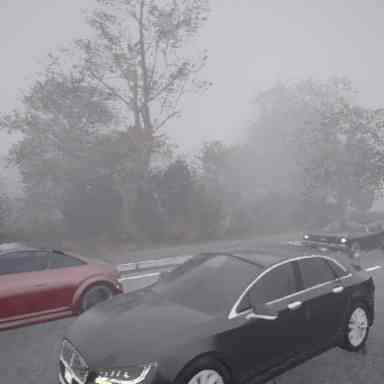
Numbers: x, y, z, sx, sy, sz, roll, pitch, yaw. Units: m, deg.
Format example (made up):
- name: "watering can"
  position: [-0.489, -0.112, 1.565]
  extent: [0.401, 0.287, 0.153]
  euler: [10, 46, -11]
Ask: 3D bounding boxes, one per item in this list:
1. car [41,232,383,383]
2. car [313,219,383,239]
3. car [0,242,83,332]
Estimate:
- name: "car"
  position: [0.747, 1.561, 4.689]
  extent: [4.892, 1.490, 1.837]
  euler: [1, -1, -37]
- name: "car"
  position: [6.518, 1.832, 13.720]
  extent: [4.718, 1.301, 1.895]
  euler: [1, -2, -41]
- name: "car"
  position: [-3.374, 1.642, 5.986]
  extent: [4.181, 1.385, 1.994]
  euler: [0, -1, -35]
